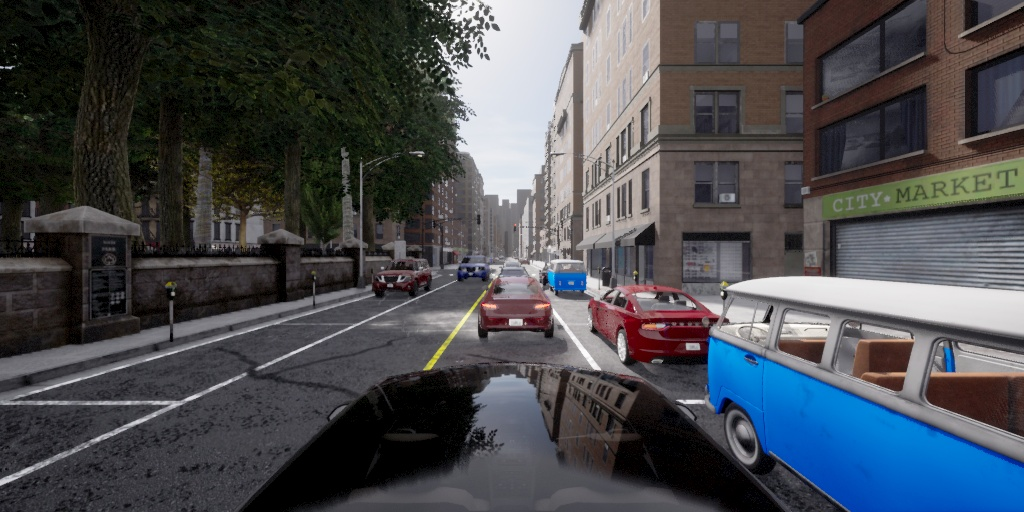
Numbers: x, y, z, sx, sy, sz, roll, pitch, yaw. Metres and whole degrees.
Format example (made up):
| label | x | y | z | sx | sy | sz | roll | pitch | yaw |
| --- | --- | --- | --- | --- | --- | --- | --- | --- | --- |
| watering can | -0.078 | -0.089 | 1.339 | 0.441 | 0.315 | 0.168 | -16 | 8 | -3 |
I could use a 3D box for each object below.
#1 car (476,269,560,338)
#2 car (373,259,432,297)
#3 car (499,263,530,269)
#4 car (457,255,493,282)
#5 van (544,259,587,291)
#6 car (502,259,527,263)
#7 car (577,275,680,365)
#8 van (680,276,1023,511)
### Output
| label | x | y | z | sx | sy | sz | roll | pitch | yaw |
| --- | --- | --- | --- | --- | --- | --- | --- | --- | --- |
| car | 0.100 | 1.274 | 10.093 | 1.812 | 1.442 | 4.674 | 0 | 0 | 0 |
| car | -5.658 | 1.059 | 19.177 | 2.192 | 1.841 | 5.009 | 0 | 0 | 0 |
| car | 0.107 | 1.292 | 19.672 | 2.033 | 1.411 | 5.357 | 0 | 0 | 1 |
| car | -2.991 | 0.963 | 28.800 | 2.150 | 2.045 | 5.566 | 0 | 0 | 0 |
| van | 2.867 | 1.086 | 19.212 | 1.690 | 1.789 | 3.998 | 0 | 0 | 0 |
| car | 0.020 | 1.242 | 29.417 | 1.837 | 1.490 | 4.892 | 0 | 0 | 0 |
| car | 2.860 | 1.294 | 7.891 | 1.888 | 1.381 | 4.507 | 0 | 0 | 0 |
| van | 2.857 | 1.091 | 2.230 | 1.690 | 1.789 | 3.998 | 0 | 0 | 0 |
